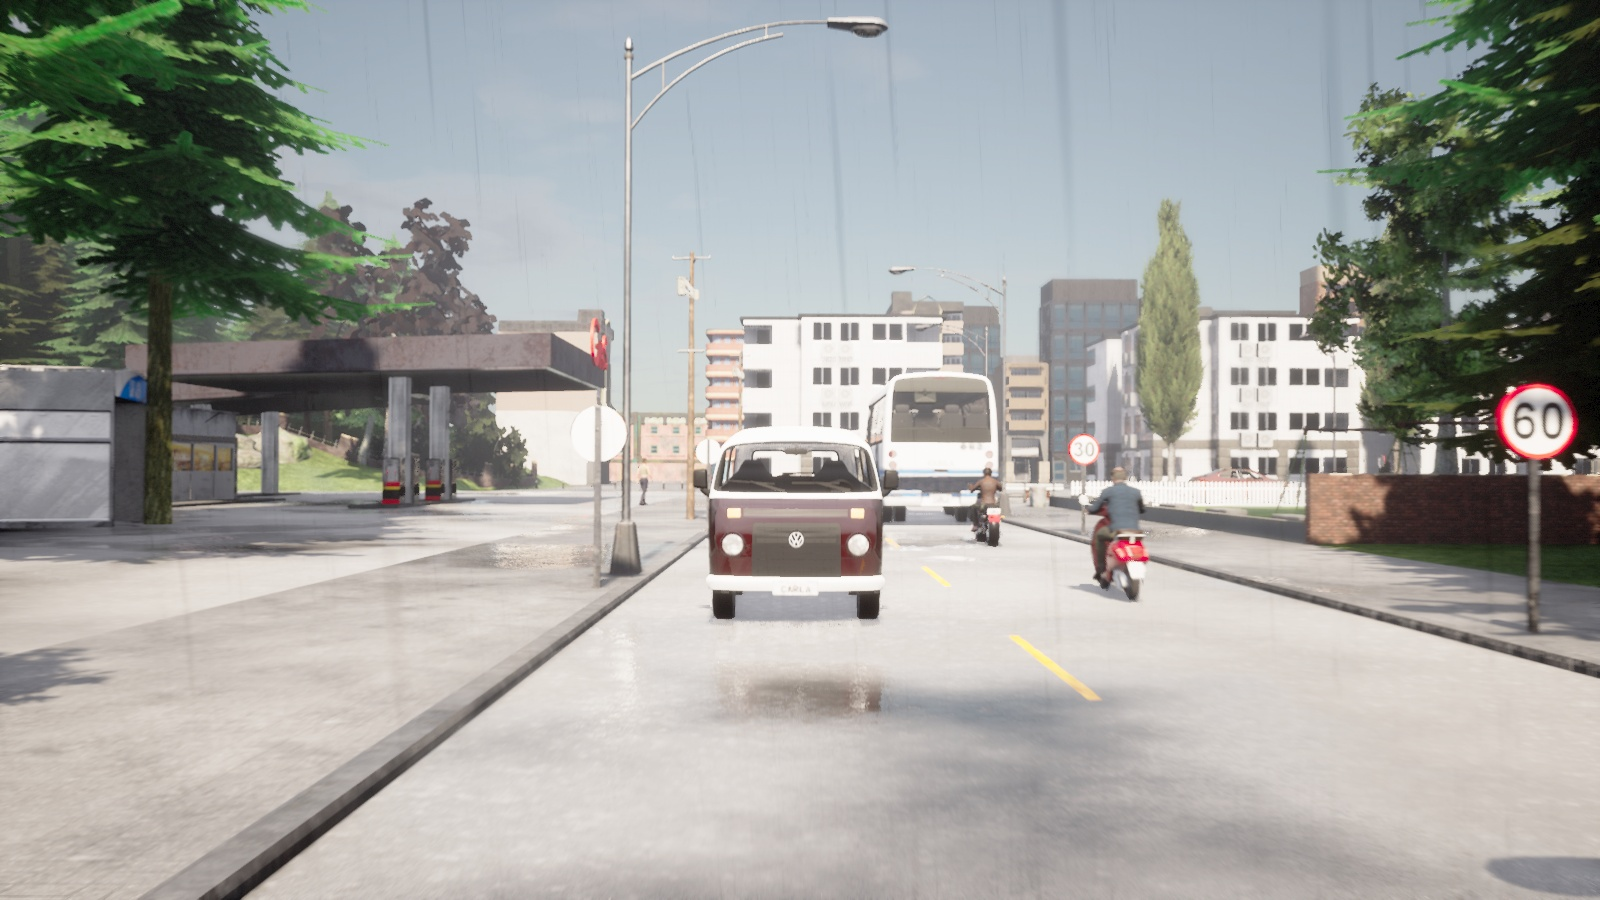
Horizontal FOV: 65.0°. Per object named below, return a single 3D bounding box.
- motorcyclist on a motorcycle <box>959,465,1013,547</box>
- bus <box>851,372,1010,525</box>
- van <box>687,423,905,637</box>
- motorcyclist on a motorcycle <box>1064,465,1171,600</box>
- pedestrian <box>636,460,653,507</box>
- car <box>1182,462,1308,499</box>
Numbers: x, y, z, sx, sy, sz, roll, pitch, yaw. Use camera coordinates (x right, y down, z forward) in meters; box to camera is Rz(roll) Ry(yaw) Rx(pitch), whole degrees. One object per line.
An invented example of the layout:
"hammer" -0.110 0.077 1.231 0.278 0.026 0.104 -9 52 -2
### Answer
"motorcyclist on a motorcycle" 3.909 1.154 26.530 0.766 1.649 2.350 0 -1 0
"bus" 3.855 0.035 40.122 3.944 4.253 10.273 0 -1 0
"van" -0.047 0.743 14.234 2.069 2.038 4.480 0 1 0
"motorcyclist on a motorcycle" 3.949 0.992 15.783 0.866 1.590 1.817 0 -1 0
"pedestrian" -6.002 1.289 48.512 0.345 1.836 0.594 -1 -1 27
"car" 20.338 1.391 57.561 5.027 1.651 2.152 0 -1 0
